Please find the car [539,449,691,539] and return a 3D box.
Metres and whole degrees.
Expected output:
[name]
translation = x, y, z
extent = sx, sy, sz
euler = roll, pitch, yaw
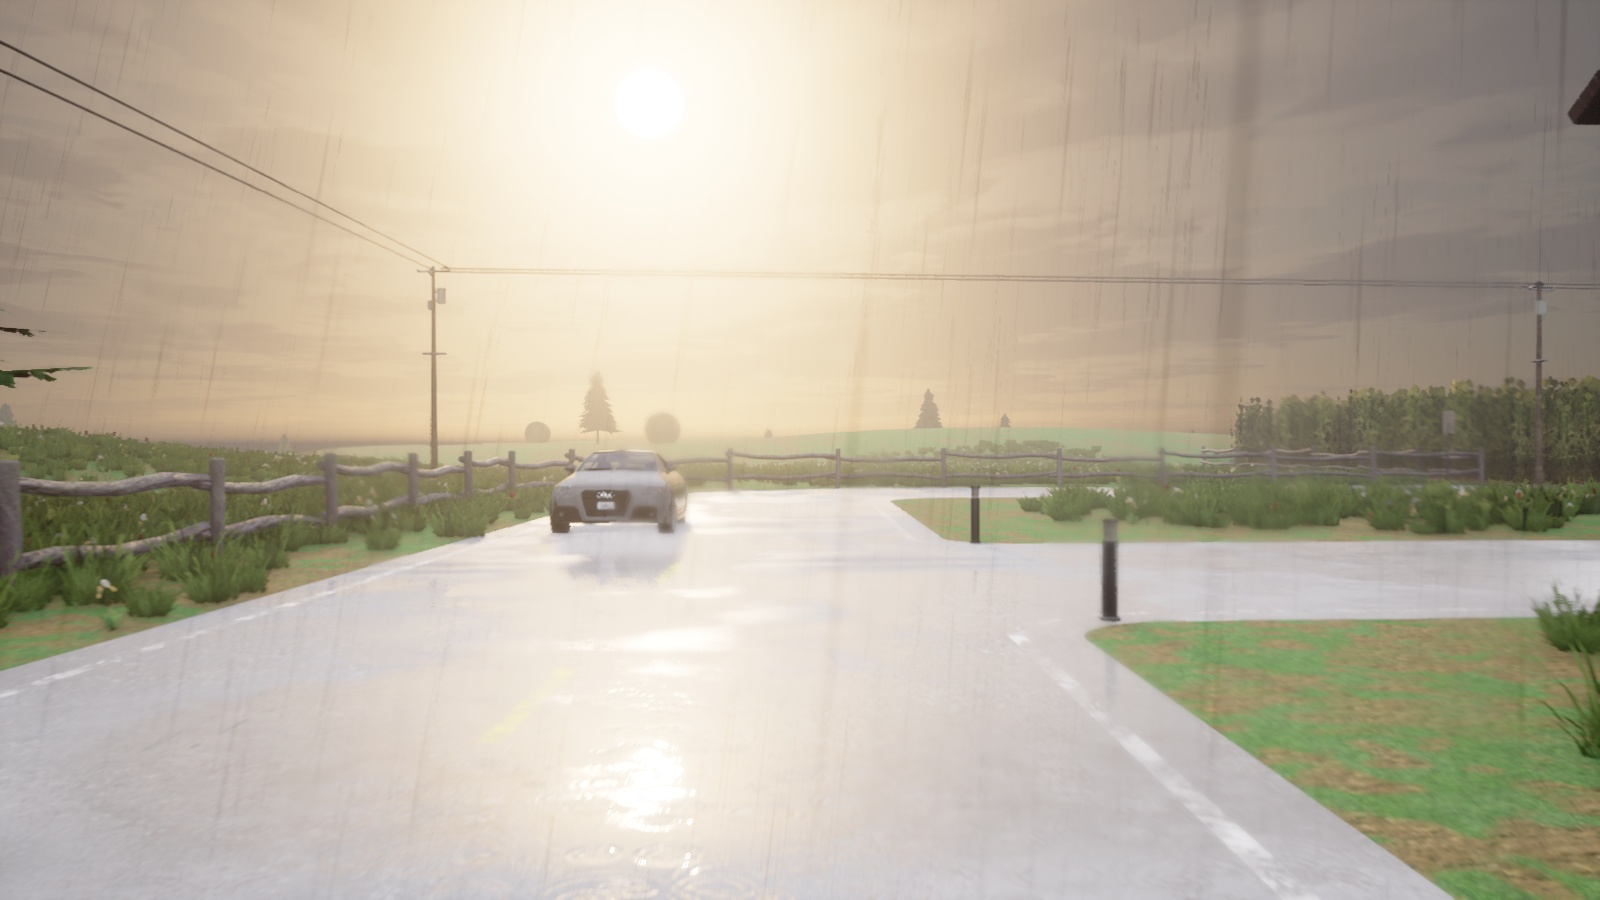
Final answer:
[car]
translation = -3.065, 0.685, 21.703
extent = 1.994, 1.385, 4.181
euler = 0, 0, 0
